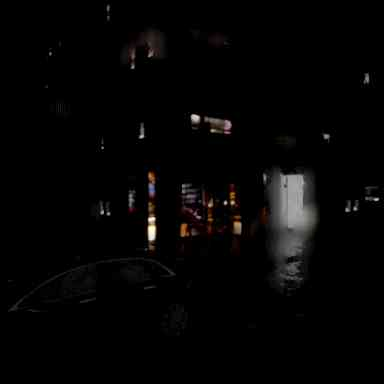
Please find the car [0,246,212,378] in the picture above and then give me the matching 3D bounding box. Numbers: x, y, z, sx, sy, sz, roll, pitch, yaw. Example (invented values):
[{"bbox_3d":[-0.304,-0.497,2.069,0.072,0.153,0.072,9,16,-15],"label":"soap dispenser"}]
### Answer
[{"bbox_3d":[-1.727,1.547,4.866,4.403,1.369,2.008,0,0,-35],"label":"car"}]
